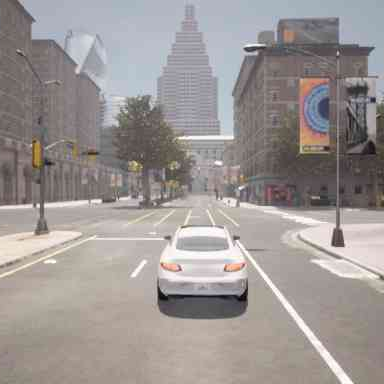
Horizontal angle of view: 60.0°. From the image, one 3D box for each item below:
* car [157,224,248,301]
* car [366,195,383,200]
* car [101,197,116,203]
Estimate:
[{"bbox_3d":[0.249,1.523,8.203,1.812,1.442,4.674,0,0,2],"label":"car"},{"bbox_3d":[35.883,1.460,67.520,2.231,1.521,4.892,0,0,1],"label":"car"},{"bbox_3d":[-16.829,1.575,67.246,1.895,1.301,4.718,0,0,1],"label":"car"}]
